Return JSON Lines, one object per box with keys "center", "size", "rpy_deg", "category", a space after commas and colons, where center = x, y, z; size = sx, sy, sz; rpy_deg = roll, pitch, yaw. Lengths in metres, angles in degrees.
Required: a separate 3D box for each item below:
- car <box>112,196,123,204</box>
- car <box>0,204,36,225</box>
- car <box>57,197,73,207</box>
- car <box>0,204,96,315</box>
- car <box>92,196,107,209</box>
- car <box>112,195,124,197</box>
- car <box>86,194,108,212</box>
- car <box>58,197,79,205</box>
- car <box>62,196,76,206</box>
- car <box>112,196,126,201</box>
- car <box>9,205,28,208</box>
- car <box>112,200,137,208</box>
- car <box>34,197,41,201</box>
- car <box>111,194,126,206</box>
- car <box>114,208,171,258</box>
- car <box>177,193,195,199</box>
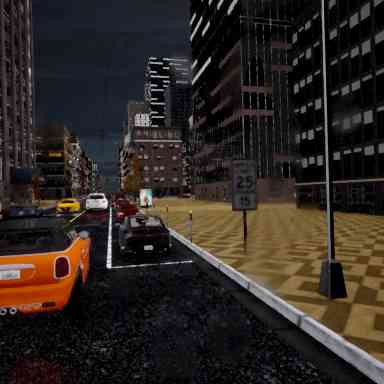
{"center": [-13.622, 1.433, 60.994], "size": [1.887, 1.381, 4.507], "rpy_deg": [-1, 0, -14], "category": "car"}
{"center": [-13.919, 1.720, 26.603], "size": [1.802, 1.307, 4.206], "rpy_deg": [-1, 0, -14], "category": "car"}
{"center": [-20.418, 1.641, 53.456], "size": [1.752, 1.417, 4.829], "rpy_deg": [-1, 0, -14], "category": "car"}
{"center": [-3.444, 1.357, 7.445], "size": [2.097, 1.767, 4.553], "rpy_deg": [-2, 0, -14], "category": "car"}
{"center": [-13.110, 1.448, 47.405], "size": [1.882, 1.535, 5.008], "rpy_deg": [-2, 0, -13], "category": "car"}
{"center": [-8.432, 1.431, 39.545], "size": [1.752, 1.417, 4.829], "rpy_deg": [-1, 0, -14], "category": "car"}
{"center": [-10.642, 1.200, 37.400], "size": [2.150, 2.045, 5.566], "rpy_deg": [-2, 0, -13], "category": "car"}
{"center": [-13.773, 1.537, 37.223], "size": [1.882, 1.535, 5.008], "rpy_deg": [-2, 0, -13], "category": "car"}
{"center": [-21.766, 1.551, 59.024], "size": [1.967, 1.590, 4.097], "rpy_deg": [-1, 0, -14], "category": "car"}
{"center": [-7.085, 1.455, 33.976], "size": [1.887, 1.381, 4.507], "rpy_deg": [-1, 0, -14], "category": "car"}
{"center": [-9.390, 1.568, 18.859], "size": [2.128, 1.511, 4.902], "rpy_deg": [-2, 0, -14], "category": "car"}
{"center": [-4.469, 1.502, 23.169], "size": [1.802, 1.307, 4.206], "rpy_deg": [-1, 0, -14], "category": "car"}
{"center": [-38.752, 1.659, 80.020], "size": [4.507, 1.381, 1.887], "rpy_deg": [-1, -1, -14], "category": "car"}
{"center": [-12.319, 1.208, 55.589], "size": [2.192, 1.841, 5.009], "rpy_deg": [-1, 0, -14], "category": "car"}
{"center": [-1.854, 1.481, 12.362], "size": [2.008, 1.369, 4.403], "rpy_deg": [-1, 0, -14], "category": "car"}
{"center": [-1.799, 1.136, 89.295], "size": [4.097, 1.590, 1.967], "rpy_deg": [-1, -1, -14], "category": "car"}
